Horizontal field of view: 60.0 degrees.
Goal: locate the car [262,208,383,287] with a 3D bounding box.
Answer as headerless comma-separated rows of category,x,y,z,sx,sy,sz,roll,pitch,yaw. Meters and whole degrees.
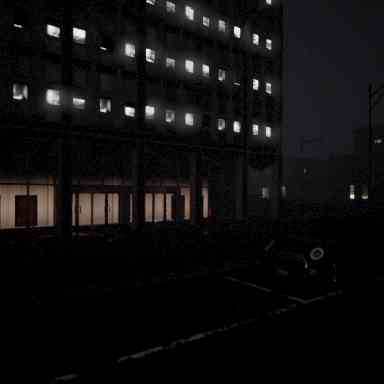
car,3.850,1.441,9.312,4.097,1.590,1.967,0,0,-36

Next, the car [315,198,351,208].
car,18.511,1.447,44.095,1.752,1.417,4.829,1,0,-35

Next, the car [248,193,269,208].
car,8.567,1.168,43.742,2.192,1.841,5.009,1,0,-35

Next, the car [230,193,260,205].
car,9.157,1.168,57.615,2.192,1.841,5.009,1,0,-35

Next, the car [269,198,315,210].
car,11.716,1.427,39.188,2.008,1.369,4.403,1,0,-35

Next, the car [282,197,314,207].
car,15.457,1.480,48.509,1.802,1.307,4.206,1,0,-35
